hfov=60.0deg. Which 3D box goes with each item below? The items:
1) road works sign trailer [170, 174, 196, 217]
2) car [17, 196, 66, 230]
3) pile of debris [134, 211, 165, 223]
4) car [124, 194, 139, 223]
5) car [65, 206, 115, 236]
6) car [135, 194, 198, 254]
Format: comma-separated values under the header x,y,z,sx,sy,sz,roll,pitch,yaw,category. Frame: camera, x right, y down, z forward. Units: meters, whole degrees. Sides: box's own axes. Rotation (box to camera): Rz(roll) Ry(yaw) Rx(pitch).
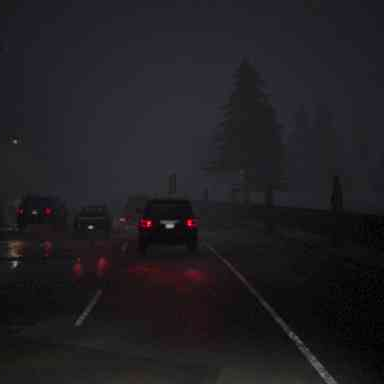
x,y,z,sx,sy,sz,roll,pitch,yaw,category
-1.149,0.515,24.133,2.880,3.560,2.380,0,-1,-13,road works sign trailer
-9.627,1.284,21.687,2.150,2.045,5.566,0,0,-13,car
-3.311,1.914,25.831,1.860,0.140,1.500,-13,22,-42,pile of debris
-4.277,0.956,26.293,1.882,1.535,5.008,-16,14,-1,car
-5.535,1.546,19.024,2.128,1.511,4.902,0,0,-11,car
-1.151,1.260,13.959,2.150,2.045,5.566,0,0,-8,car
